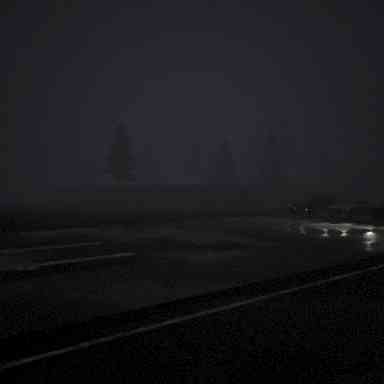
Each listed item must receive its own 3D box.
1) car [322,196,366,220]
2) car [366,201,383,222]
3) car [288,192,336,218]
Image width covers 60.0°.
[{"bbox_3d":[13.208,1.309,27.410,5.008,1.535,1.882,0,0,-35],"label":"car"},{"bbox_3d":[15.240,1.309,24.561,5.008,1.535,1.882,0,0,-35],"label":"car"},{"bbox_3d":[11.152,1.057,30.243,5.566,2.045,2.150,0,0,-35],"label":"car"}]
